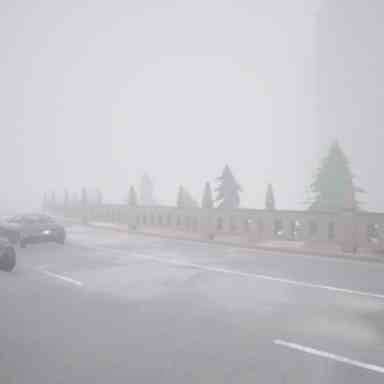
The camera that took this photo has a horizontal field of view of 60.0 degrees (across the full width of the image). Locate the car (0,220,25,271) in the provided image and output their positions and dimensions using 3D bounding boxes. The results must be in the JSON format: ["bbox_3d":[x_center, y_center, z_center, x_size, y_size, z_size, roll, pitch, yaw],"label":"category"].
[{"bbox_3d":[-7.084,1.660,10.239,4.181,1.385,1.994,-1,-1,43],"label":"car"}]

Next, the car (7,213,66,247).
[{"bbox_3d":[-7.622,1.703,15.675,1.994,1.385,4.181,0,-1,-44],"label":"car"}]
